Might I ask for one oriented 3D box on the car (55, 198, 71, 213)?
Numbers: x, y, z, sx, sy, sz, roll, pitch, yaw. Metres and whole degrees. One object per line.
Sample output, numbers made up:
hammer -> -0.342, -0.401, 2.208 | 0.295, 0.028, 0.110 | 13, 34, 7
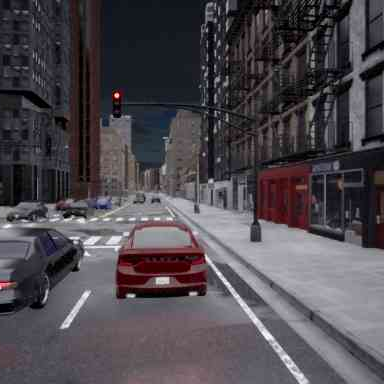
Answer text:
car -> -13.979, 1.489, 37.628 | 1.882, 1.535, 5.008 | 0, 0, -6

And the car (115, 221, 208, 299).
car -> -0.794, 1.477, 8.568 | 1.882, 1.535, 5.008 | 0, 0, -6

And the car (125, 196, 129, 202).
car -> -14.049, 1.513, 68.355 | 1.837, 1.490, 4.892 | 0, 0, -6

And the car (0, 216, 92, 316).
car -> -3.901, 1.547, 7.702 | 2.033, 1.411, 5.357 | 0, 0, -6

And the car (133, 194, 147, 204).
car -> -10.193, 1.627, 63.998 | 1.895, 1.301, 4.718 | 0, 0, -6

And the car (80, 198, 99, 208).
car -> -15.376, 1.620, 50.223 | 1.895, 1.301, 4.718 | 0, 0, -6

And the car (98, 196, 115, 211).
car -> -11.067, 1.491, 40.862 | 1.882, 1.535, 5.008 | 0, 0, -6

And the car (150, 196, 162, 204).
car -> -7.052, 1.531, 65.168 | 1.837, 1.490, 4.892 | 0, 0, -6

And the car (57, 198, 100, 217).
car -> -9.765, 1.554, 29.132 | 2.033, 1.411, 5.357 | 0, 0, -6

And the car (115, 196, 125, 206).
car -> -12.483, 1.513, 53.673 | 2.128, 1.511, 4.902 | 0, 0, -6

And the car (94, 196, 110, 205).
car -> -16.656, 1.517, 61.979 | 2.128, 1.511, 4.902 | 0, 0, -6

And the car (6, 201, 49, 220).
car -> -12.683, 1.511, 25.972 | 1.837, 1.490, 4.892 | 0, 0, -6

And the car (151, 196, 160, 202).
car -> -8.303, 1.570, 75.471 | 2.033, 1.411, 5.357 | 0, 0, -6
